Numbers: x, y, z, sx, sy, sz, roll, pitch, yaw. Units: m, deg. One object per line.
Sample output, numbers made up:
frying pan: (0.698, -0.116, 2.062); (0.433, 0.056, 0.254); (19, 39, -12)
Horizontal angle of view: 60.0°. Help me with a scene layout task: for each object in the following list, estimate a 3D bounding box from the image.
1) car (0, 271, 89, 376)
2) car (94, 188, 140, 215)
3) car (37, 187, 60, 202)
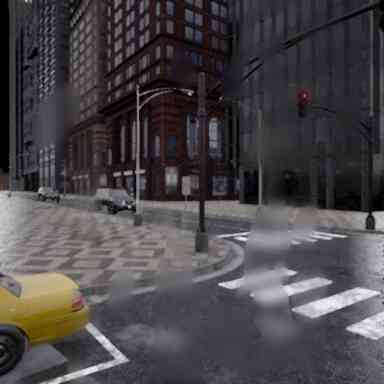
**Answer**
car: (-3.778, 1.528, 3.959); (4.829, 1.417, 1.752); (0, 0, -35)
car: (-6.345, 0.722, 27.608); (2.150, 2.045, 5.566); (0, 1, -36)
car: (-20.583, 0.299, 47.666); (2.150, 2.045, 5.566); (0, 1, -35)
